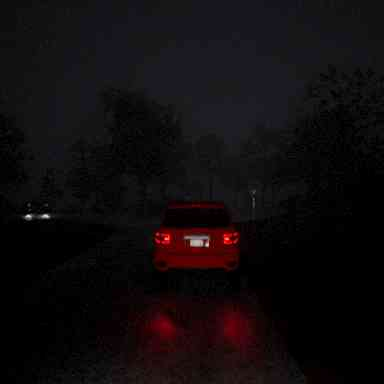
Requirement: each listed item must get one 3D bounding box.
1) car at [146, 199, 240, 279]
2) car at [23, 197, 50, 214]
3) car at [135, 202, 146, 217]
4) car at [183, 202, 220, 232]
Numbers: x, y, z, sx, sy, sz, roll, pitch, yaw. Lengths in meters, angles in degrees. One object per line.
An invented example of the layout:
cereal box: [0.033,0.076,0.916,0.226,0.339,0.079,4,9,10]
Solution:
car: [0.127,1.227,10.188,2.150,2.045,5.566,0,0,0]
car: [-16.940,1.362,35.998,2.097,1.767,4.553,0,0,-33]
car: [-2.749,1.514,30.492,4.892,1.490,1.837,0,1,-9]
car: [0.720,1.483,21.101,1.882,1.535,5.008,0,0,7]
